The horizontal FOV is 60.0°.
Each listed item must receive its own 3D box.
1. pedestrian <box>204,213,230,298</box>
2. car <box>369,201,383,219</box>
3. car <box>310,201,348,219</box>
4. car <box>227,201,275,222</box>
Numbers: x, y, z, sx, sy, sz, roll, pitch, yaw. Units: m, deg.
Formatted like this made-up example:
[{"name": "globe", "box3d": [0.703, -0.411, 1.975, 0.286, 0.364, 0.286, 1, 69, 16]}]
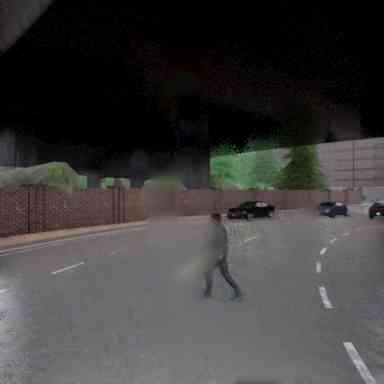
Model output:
[{"name": "pedestrian", "box3d": [0.518, 1.294, 6.901, 0.375, 1.860, 0.375, 0, 0, 14]}, {"name": "car", "box3d": [16.853, 1.505, 28.570, 4.892, 1.490, 1.837, 0, 0, -43]}, {"name": "car", "box3d": [12.157, 1.526, 29.287, 4.674, 1.442, 1.812, 0, 0, -43]}, {"name": "car", "box3d": [4.831, 1.477, 26.927, 1.882, 1.535, 5.008, 0, 0, 43]}]
